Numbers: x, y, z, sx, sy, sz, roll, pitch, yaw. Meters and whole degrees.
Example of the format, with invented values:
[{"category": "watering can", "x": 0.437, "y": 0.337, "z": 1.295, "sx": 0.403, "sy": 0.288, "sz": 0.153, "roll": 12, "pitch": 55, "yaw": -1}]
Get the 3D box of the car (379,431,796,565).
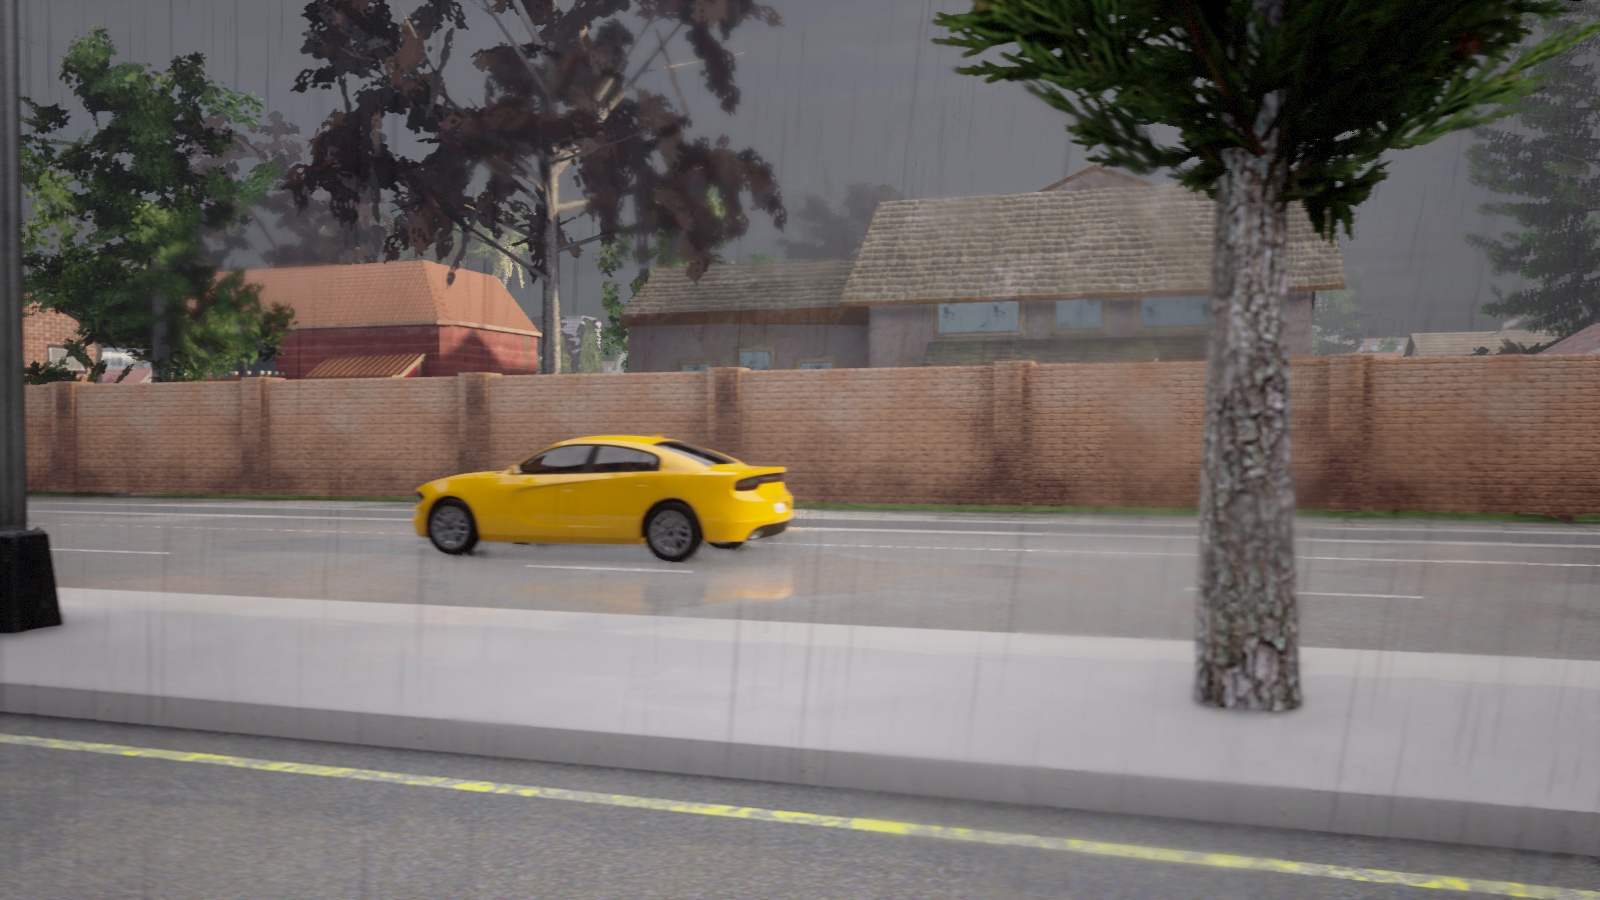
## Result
[{"category": "car", "x": -2.730, "y": 0.534, "z": 16.234, "sx": 5.008, "sy": 1.535, "sz": 1.882, "roll": 1, "pitch": 1, "yaw": 19}]
